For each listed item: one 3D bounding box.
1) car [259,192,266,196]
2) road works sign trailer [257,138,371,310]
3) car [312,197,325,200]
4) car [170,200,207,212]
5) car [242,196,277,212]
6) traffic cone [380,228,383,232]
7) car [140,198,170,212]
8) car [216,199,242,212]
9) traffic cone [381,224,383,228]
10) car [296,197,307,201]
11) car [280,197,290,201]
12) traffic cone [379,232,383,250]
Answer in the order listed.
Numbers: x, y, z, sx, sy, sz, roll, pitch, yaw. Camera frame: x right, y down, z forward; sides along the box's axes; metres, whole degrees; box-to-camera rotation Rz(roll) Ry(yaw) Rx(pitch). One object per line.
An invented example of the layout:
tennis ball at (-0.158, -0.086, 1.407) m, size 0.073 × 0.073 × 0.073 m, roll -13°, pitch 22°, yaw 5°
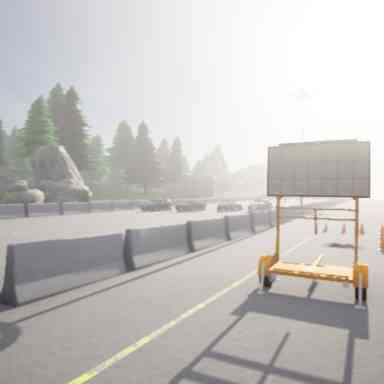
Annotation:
car at (16.420, 1.054, 74.421) m, size 2.150 × 2.045 × 5.566 m, roll 0°, pitch 0°, yaw 30°
road works sign trailer at (3.107, 0.532, 8.309) m, size 2.380 × 3.560 × 2.880 m, roll 0°, pitch 0°, yaw 27°
car at (28.013, 0.940, 73.584) m, size 2.097 × 1.767 × 4.553 m, roll 0°, pitch 0°, yaw 30°
car at (-0.111, 1.591, 38.315) m, size 1.895 × 1.301 × 4.718 m, roll 0°, pitch 0°, yaw 30°
car at (7.924, 1.516, 38.295) m, size 2.128 × 1.511 × 4.902 m, roll 0°, pitch 0°, yaw 30°
traffic cone at (8.838, 2.078, 15.386) m, size 0.340 × 0.580 × 0.340 m, roll 0°, pitch 0°, yaw 30°
car at (-4.038, 1.476, 38.479) m, size 1.837 × 1.490 × 4.892 m, roll 0°, pitch 0°, yaw 30°
car at (4.472, 1.567, 39.302) m, size 1.994 × 1.385 × 4.181 m, roll 0°, pitch 0°, yaw 30°
traffic cone at (9.824, 2.085, 17.127) m, size 0.340 × 0.580 × 0.340 m, roll 0°, pitch 0°, yaw 30°
car at (24.542, 1.155, 74.561) m, size 1.812 × 1.442 × 4.674 m, roll 0°, pitch 0°, yaw 30°
car at (20.492, 0.998, 74.507) m, size 2.150 × 2.045 × 5.566 m, roll 0°, pitch 0°, yaw 30°
traffic cone at (7.853, 2.072, 13.646) m, size 0.340 × 0.580 × 0.340 m, roll 0°, pitch 0°, yaw 30°
